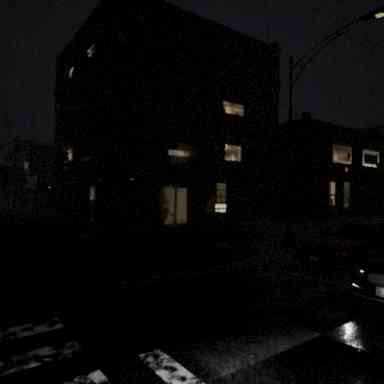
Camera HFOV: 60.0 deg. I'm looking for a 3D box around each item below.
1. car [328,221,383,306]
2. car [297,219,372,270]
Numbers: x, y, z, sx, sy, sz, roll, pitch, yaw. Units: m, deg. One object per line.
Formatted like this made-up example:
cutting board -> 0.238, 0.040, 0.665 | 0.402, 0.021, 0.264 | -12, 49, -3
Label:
car -> 5.384, 1.499, 7.204 | 4.902, 1.511, 2.128 | 0, 0, -35
car -> 5.128, 1.553, 10.293 | 4.507, 1.381, 1.887 | 0, 1, -35
